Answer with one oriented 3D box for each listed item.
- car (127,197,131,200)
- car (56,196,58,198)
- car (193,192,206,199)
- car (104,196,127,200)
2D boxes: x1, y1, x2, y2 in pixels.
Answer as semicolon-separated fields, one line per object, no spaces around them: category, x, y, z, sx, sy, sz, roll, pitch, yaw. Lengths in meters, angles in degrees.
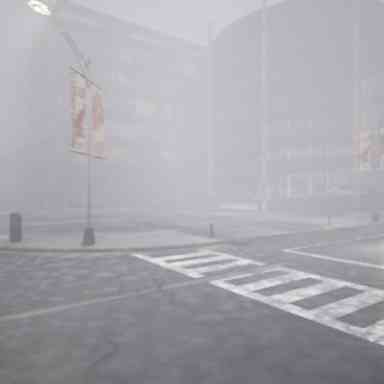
car;-12.445;1.462;61.766;1.895;1.301;4.718;0;0;-36
car;-22.095;1.413;55.314;2.161;1.482;4.786;0;0;-36
car;2.067;1.026;73.268;2.435;2.045;5.566;0;0;-36
car;-11.616;1.319;47.834;2.002;1.452;4.674;0;0;-36
